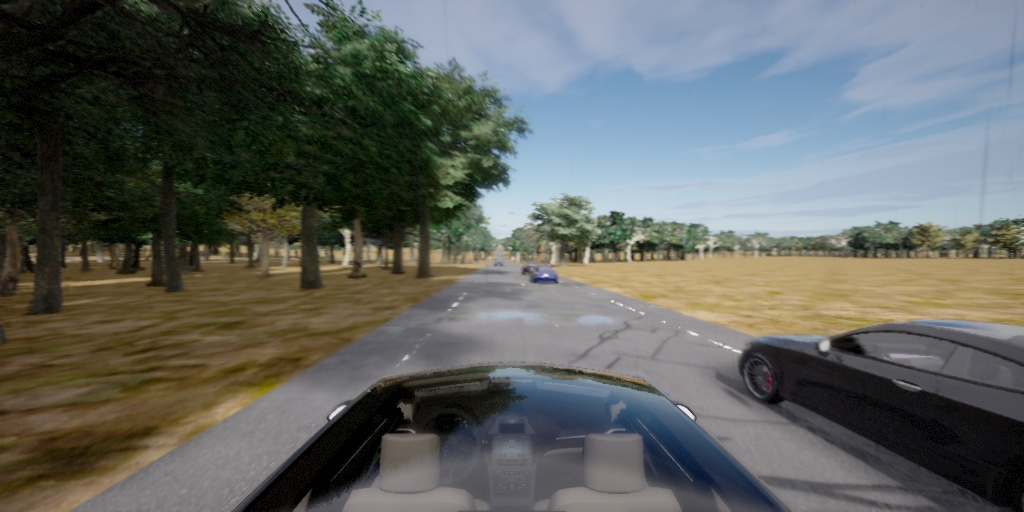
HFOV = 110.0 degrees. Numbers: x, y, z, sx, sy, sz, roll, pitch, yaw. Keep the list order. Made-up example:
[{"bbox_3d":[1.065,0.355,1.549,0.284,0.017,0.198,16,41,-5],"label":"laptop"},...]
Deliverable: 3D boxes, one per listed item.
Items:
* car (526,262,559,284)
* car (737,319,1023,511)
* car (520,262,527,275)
[{"bbox_3d":[2.500,1.409,28.634,1.994,1.385,4.181,1,0,-2],"label":"car"},{"bbox_3d":[4.423,1.356,3.552,1.812,1.442,4.674,1,0,-2],"label":"car"},{"bbox_3d":[2.029,1.415,40.888,1.812,1.442,4.674,1,0,-2],"label":"car"}]
